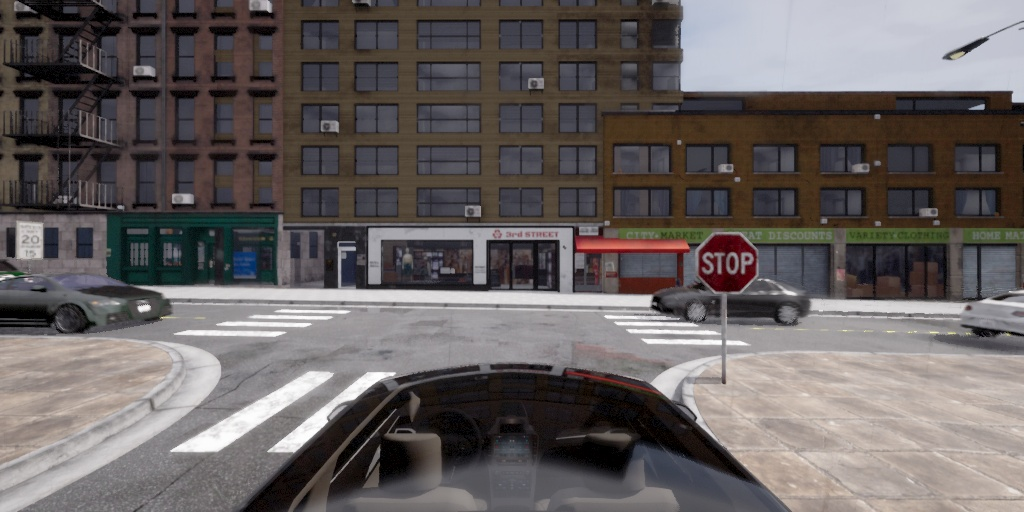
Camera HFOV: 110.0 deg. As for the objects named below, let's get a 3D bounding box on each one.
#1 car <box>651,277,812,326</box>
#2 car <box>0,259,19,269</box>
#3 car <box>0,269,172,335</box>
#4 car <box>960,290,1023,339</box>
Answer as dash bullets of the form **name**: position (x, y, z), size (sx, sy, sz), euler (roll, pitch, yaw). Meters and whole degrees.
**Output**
- **car**: position (7.286, 1.428, 12.168), size (4.892, 1.490, 1.837), euler (1, 0, 0)
- **car**: position (-19.677, 0.808, 12.274), size (4.553, 1.767, 2.097), euler (1, 0, 0)
- **car**: position (-11.511, 1.140, 9.287), size (4.181, 1.385, 1.994), euler (1, 0, 0)
- **car**: position (14.493, 1.600, 9.187), size (4.674, 1.442, 1.812), euler (1, 0, 0)
